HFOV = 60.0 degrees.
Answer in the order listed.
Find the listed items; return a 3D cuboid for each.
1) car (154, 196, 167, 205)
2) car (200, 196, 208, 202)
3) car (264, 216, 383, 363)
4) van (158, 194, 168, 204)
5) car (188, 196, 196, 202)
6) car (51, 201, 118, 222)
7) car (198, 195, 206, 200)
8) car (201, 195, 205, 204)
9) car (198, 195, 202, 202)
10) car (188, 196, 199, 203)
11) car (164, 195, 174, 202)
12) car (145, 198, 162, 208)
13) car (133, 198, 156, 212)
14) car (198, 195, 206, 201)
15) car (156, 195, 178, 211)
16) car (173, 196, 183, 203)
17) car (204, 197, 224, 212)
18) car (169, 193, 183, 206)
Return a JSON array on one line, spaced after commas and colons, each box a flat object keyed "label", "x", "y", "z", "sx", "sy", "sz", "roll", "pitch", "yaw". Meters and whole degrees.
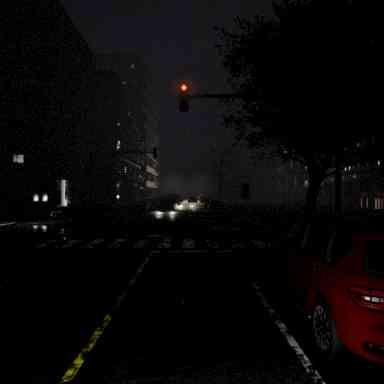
[{"label": "car", "x": -5.679, "y": 1.476, "z": 60.372, "sx": 1.967, "sy": 1.590, "sz": 4.097, "roll": 0, "pitch": 0, "yaw": 0}, {"label": "car", "x": 2.704, "y": 1.584, "z": 77.139, "sx": 1.752, "sy": 1.417, "sz": 4.829, "roll": 0, "pitch": 0, "yaw": 0}, {"label": "car", "x": 2.694, "y": 1.315, "z": 5.852, "sx": 2.192, "sy": 1.841, "sz": 5.009, "roll": 0, "pitch": 0, "yaw": 0}, {"label": "van", "x": -5.678, "y": 1.384, "z": 65.905, "sx": 1.690, "sy": 1.788, "sz": 3.998, "roll": 0, "pitch": 0, "yaw": 0}, {"label": "car", "x": 0.015, "y": 1.657, "z": 79.320, "sx": 1.895, "sy": 1.301, "sz": 4.718, "roll": 0, "pitch": 0, "yaw": 0}, {"label": "car", "x": -8.189, "y": 1.461, "z": 25.692, "sx": 4.902, "sy": 1.511, "sz": 2.128, "roll": 1, "pitch": 1, "yaw": -31}, {"label": "car", "x": 2.706, "y": 1.638, "z": 93.567, "sx": 2.008, "sy": 1.369, "sz": 4.403, "roll": 0, "pitch": 0, "yaw": 0}, {"label": "car", "x": 2.699, "y": 1.548, "z": 49.475, "sx": 1.752, "sy": 1.417, "sz": 4.829, "roll": 0, "pitch": 0, "yaw": 0}, {"label": "car", "x": 2.702, "y": 1.625, "z": 65.903, "sx": 1.802, "sy": 1.307, "sz": 4.206, "roll": 0, "pitch": 0, "yaw": 0}, {"label": "car", "x": 0.115, "y": 1.612, "z": 69.419, "sx": 1.994, "sy": 1.385, "sz": 4.181, "roll": 0, "pitch": 0, "yaw": 0}, {"label": "car", "x": -5.676, "y": 1.507, "z": 82.503, "sx": 1.967, "sy": 1.590, "sz": 4.097, "roll": 0, "pitch": 0, "yaw": 0}, {"label": "car", "x": -5.681, "y": 1.573, "z": 49.307, "sx": 2.008, "sy": 1.369, "sz": 4.403, "roll": 0, "pitch": 0, "yaw": 0}, {"label": "car", "x": -5.682, "y": 1.563, "z": 38.241, "sx": 2.008, "sy": 1.369, "sz": 4.403, "roll": 0, "pitch": 0, "yaw": 0}, {"label": "car", "x": 2.705, "y": 1.621, "z": 88.034, "sx": 1.887, "sy": 1.381, "sz": 4.507, "roll": 0, "pitch": 0, "yaw": 0}, {"label": "car", "x": -3.089, "y": 1.492, "z": 40.709, "sx": 1.882, "sy": 1.535, "sz": 5.008, "roll": 0, "pitch": 0, "yaw": 0}, {"label": "car", "x": -2.988, "y": 1.574, "z": 70.518, "sx": 1.994, "sy": 1.385, "sz": 4.181, "roll": 0, "pitch": 0, "yaw": 0}, {"label": "car", "x": 2.698, "y": 1.557, "z": 38.240, "sx": 1.887, "sy": 1.381, "sz": 4.507, "roll": 0, "pitch": 0, "yaw": 0}, {"label": "car", "x": -3.070, "y": 1.254, "z": 55.875, "sx": 2.150, "sy": 2.045, "sz": 5.566, "roll": 0, "pitch": 0, "yaw": 0}]
